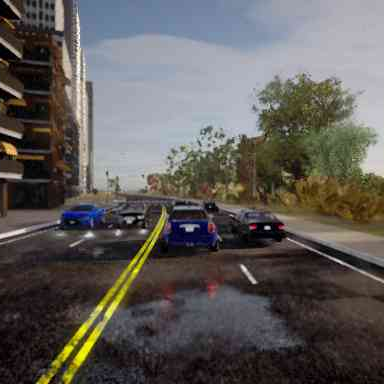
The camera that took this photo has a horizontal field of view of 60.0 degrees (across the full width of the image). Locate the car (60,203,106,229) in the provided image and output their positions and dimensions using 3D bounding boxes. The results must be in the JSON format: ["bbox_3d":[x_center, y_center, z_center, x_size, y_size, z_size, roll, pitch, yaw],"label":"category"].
[{"bbox_3d":[-7.052,1.502,21.867,1.882,1.535,5.008,0,0,-2],"label":"car"}]

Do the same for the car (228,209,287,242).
[{"bbox_3d":[3.057,1.552,16.441,2.033,1.411,5.357,0,0,-2],"label":"car"}]

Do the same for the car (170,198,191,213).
[{"bbox_3d":[-1.401,1.508,37.634,2.128,1.511,4.902,0,0,-4],"label":"car"}]

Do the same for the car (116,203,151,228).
[{"bbox_3d":[-3.815,1.512,22.304,2.128,1.511,4.902,0,0,-2],"label":"car"}]

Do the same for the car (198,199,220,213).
[{"bbox_3d":[1.831,1.574,37.919,1.994,1.385,4.181,0,0,-4],"label":"car"}]

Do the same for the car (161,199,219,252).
[{"bbox_3d":[-0.143,1.361,14.094,2.097,1.767,4.553,0,0,-2],"label":"car"}]
